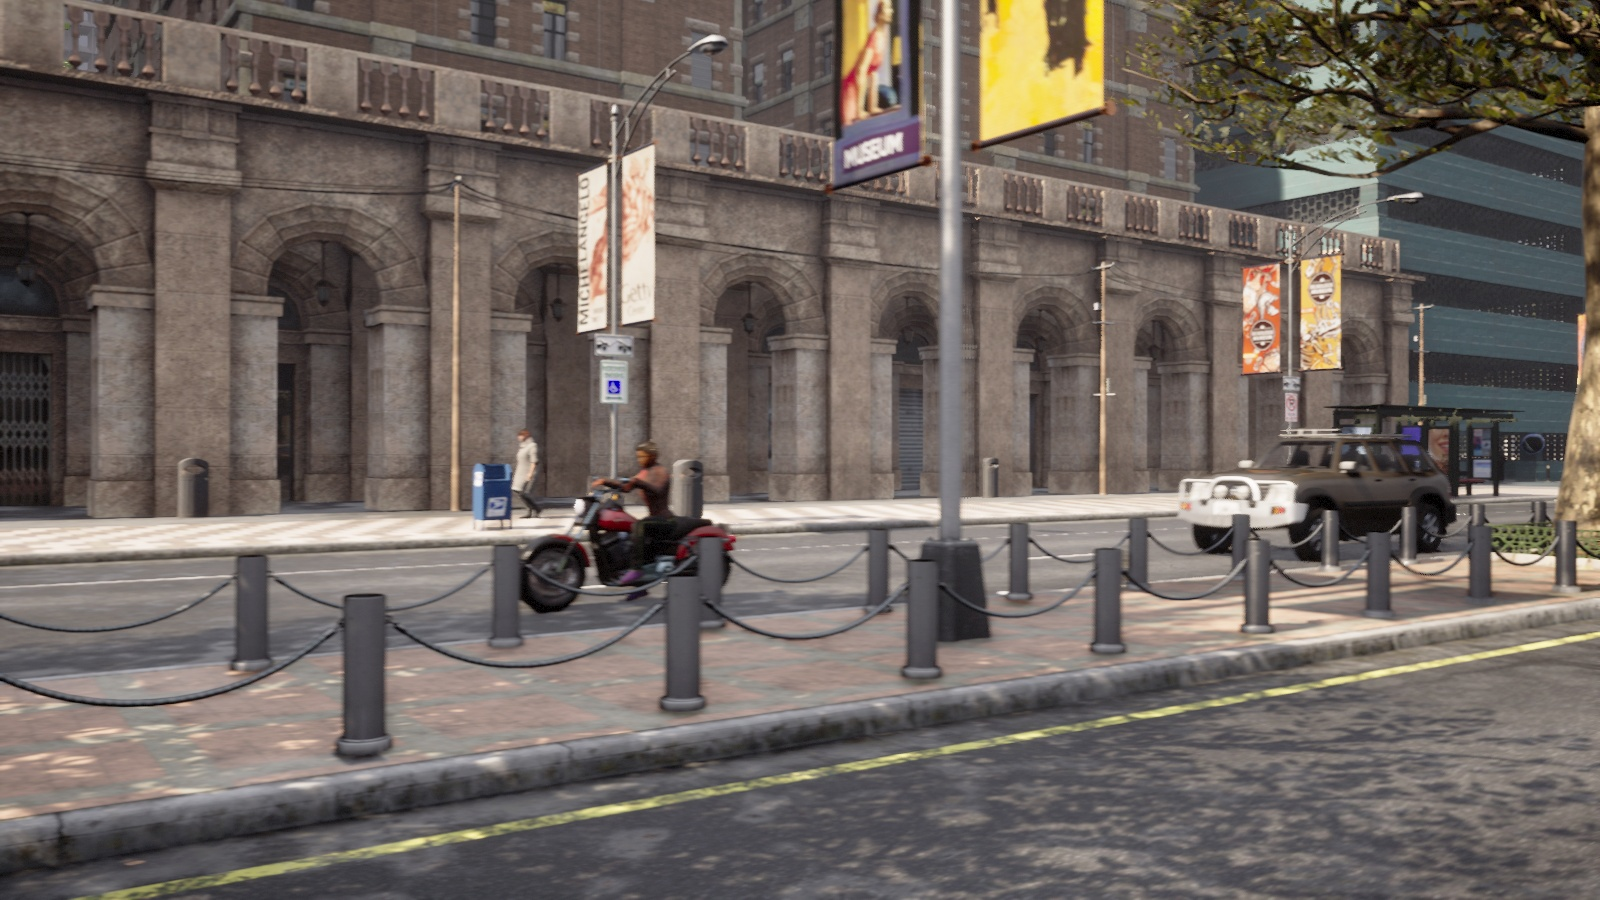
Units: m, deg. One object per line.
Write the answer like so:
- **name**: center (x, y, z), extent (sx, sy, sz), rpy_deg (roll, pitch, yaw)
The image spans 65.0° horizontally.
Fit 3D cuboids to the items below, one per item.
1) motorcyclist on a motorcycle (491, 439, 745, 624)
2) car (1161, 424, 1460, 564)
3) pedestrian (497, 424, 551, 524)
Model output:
- **motorcyclist on a motorcycle**: center (-1.733, 0.728, 12.200), extent (2.350, 1.649, 0.766), rpy_deg (0, 0, -35)
- **car**: center (7.686, 0.591, 18.757), extent (4.605, 1.855, 1.932), rpy_deg (0, 0, -35)
- **pedestrian**: center (-5.543, 0.475, 25.208), extent (0.873, 1.952, 0.659), rpy_deg (0, 0, -35)
